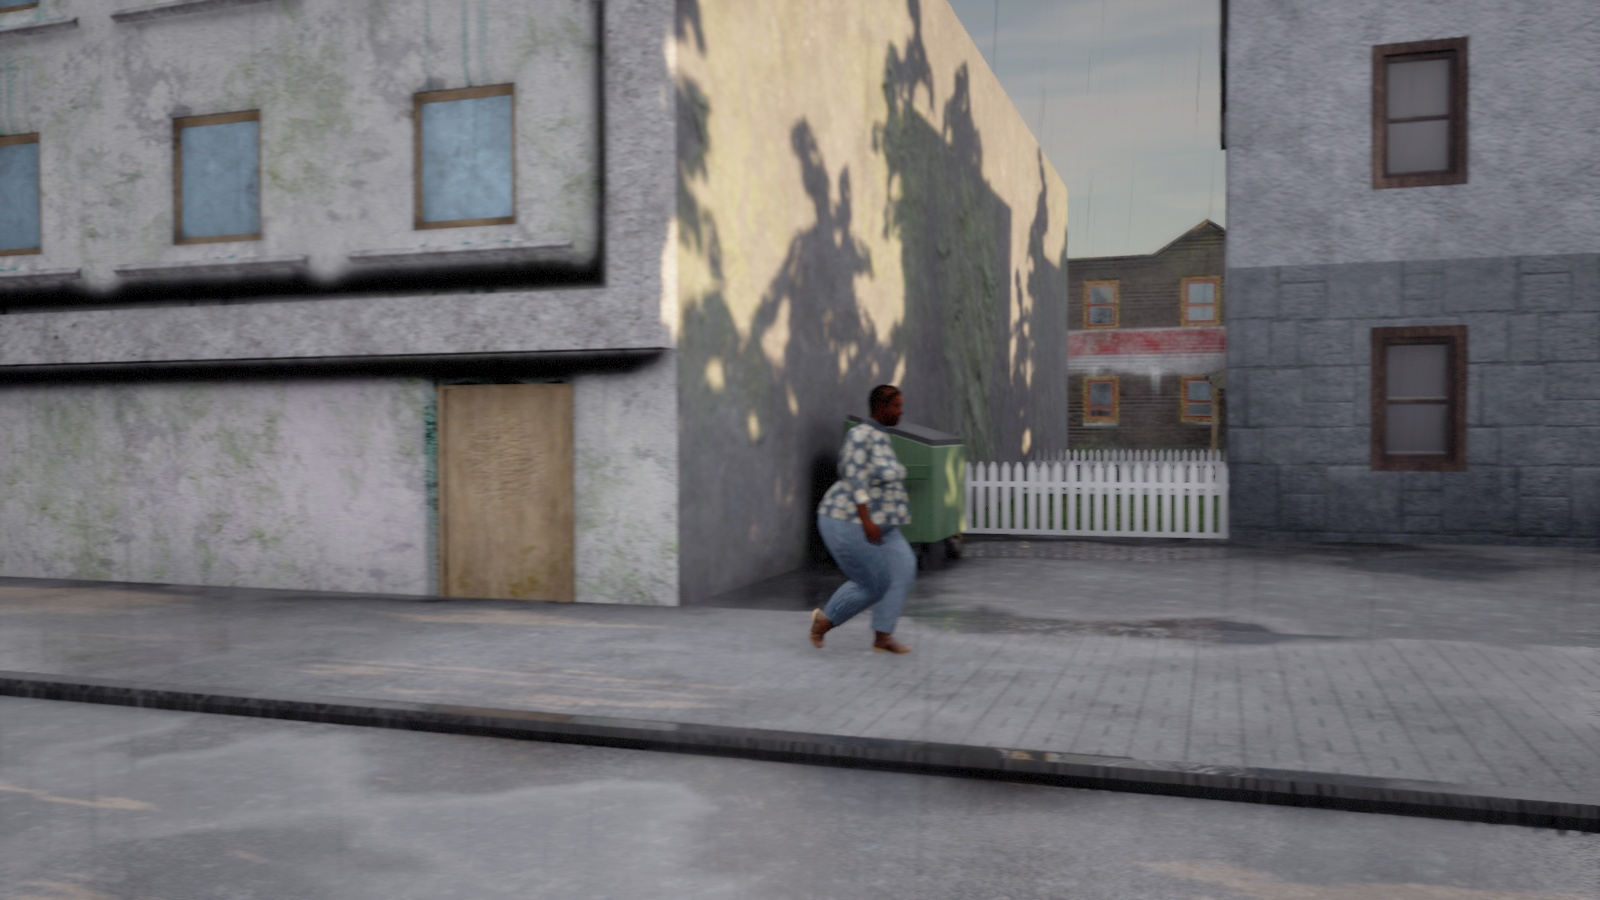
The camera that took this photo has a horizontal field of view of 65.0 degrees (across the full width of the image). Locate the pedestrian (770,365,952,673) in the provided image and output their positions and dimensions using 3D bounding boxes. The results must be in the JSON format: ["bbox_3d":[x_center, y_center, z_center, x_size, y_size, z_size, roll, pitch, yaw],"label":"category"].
[{"bbox_3d":[0.407,0.407,8.141,0.900,1.855,0.874,1,1,26],"label":"pedestrian"}]
